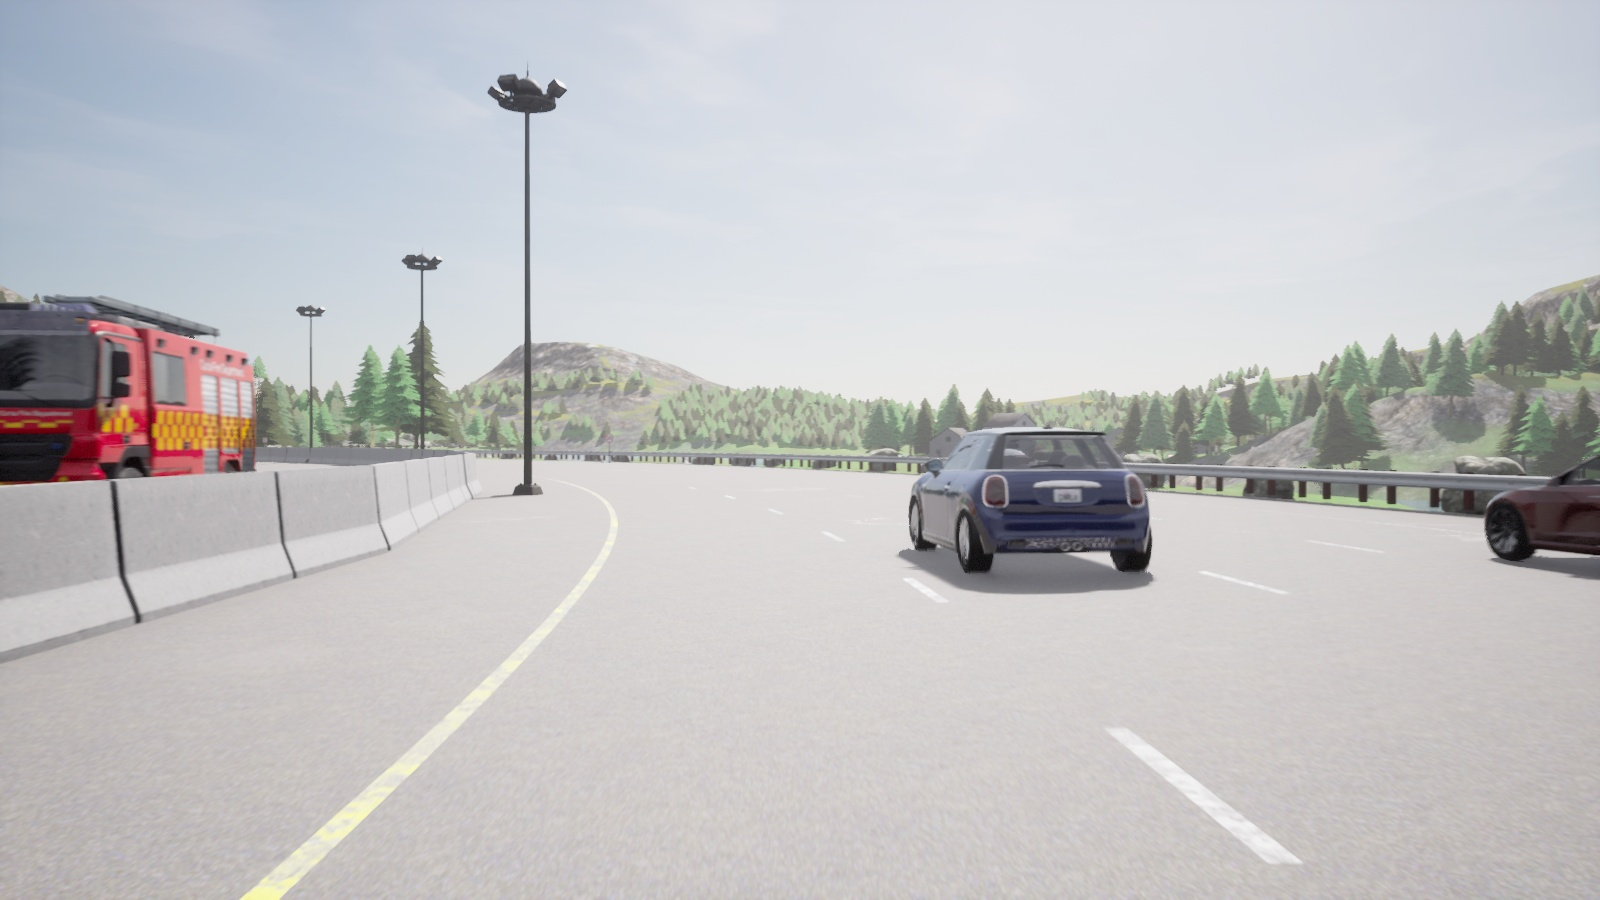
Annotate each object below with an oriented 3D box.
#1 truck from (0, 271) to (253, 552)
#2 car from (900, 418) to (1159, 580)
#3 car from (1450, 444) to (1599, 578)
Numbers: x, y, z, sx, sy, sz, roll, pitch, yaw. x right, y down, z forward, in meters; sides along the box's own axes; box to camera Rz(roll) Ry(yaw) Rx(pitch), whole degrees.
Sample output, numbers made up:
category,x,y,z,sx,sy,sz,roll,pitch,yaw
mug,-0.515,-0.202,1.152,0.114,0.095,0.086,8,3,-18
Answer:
category,x,y,z,sx,sy,sz,roll,pitch,yaw
truck,-11.979,-0.546,21.226,2.891,3.827,8.468,0,0,-8
car,2.709,0.516,16.051,2.097,1.767,4.553,0,0,-5
car,9.901,0.672,14.368,2.163,1.488,4.792,0,0,-5
